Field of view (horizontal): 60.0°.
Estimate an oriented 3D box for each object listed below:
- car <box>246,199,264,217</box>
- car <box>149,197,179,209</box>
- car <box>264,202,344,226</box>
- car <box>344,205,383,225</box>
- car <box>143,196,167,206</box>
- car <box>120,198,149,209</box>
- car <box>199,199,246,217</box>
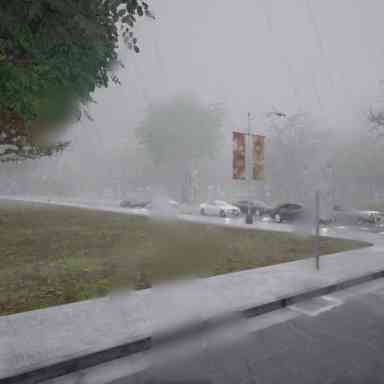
[{"bbox_3d":[5.823,1.483,31.773,1.837,1.490,4.892,0,0,-35],"label":"car"},{"bbox_3d":[-3.630,1.496,45.076,1.812,1.442,4.674,0,0,-35],"label":"car"},{"bbox_3d":[7.733,1.495,23.485,1.837,1.490,4.892,0,0,-35],"label":"car"},{"bbox_3d":[11.154,1.589,24.284,1.895,1.301,4.718,0,0,-35],"label":"car"},{"bbox_3d":[-6.102,1.489,54.466,1.812,1.442,4.674,0,0,-35],"label":"car"},{"bbox_3d":[-8.182,1.521,45.900,2.033,1.411,5.357,0,0,-35],"label":"car"},{"bbox_3d":[2.465,1.508,30.860,1.812,1.442,4.674,0,0,-35],"label":"car"}]
